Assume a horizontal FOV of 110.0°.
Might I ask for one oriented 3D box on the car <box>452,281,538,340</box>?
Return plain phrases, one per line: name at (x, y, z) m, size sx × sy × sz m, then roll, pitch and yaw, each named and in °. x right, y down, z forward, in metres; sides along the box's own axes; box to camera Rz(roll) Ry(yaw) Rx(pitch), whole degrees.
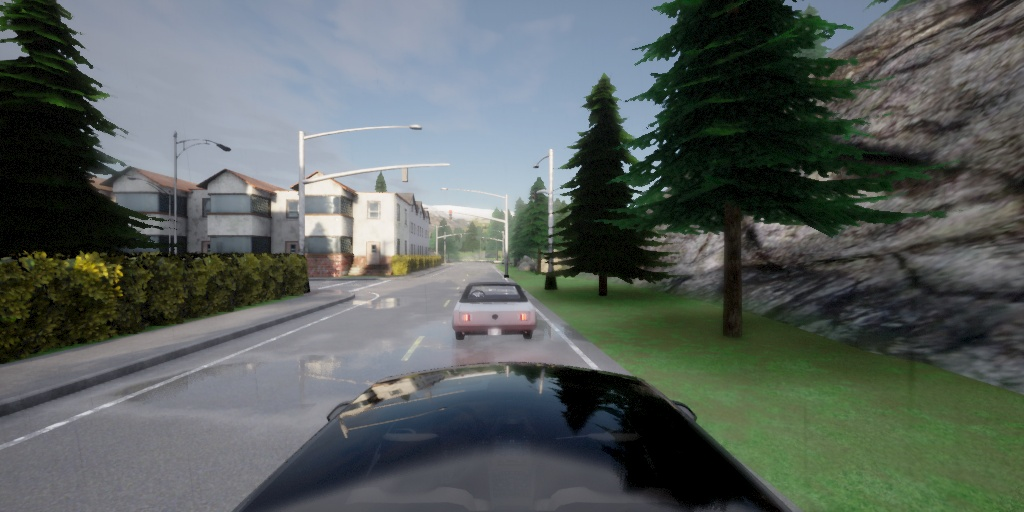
car at (-0.526, 1.351, 9.954) m, size 1.895 × 1.301 × 4.718 m, roll 0°, pitch 0°, yaw -4°
